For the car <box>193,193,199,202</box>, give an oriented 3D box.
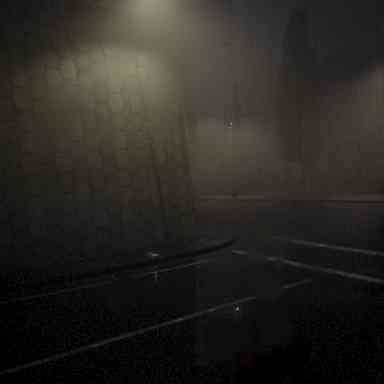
[{"bbox_3d":[-1.214,0.448,35.184,1.837,1.490,4.892,-8,4,-36],"label":"car"}]
